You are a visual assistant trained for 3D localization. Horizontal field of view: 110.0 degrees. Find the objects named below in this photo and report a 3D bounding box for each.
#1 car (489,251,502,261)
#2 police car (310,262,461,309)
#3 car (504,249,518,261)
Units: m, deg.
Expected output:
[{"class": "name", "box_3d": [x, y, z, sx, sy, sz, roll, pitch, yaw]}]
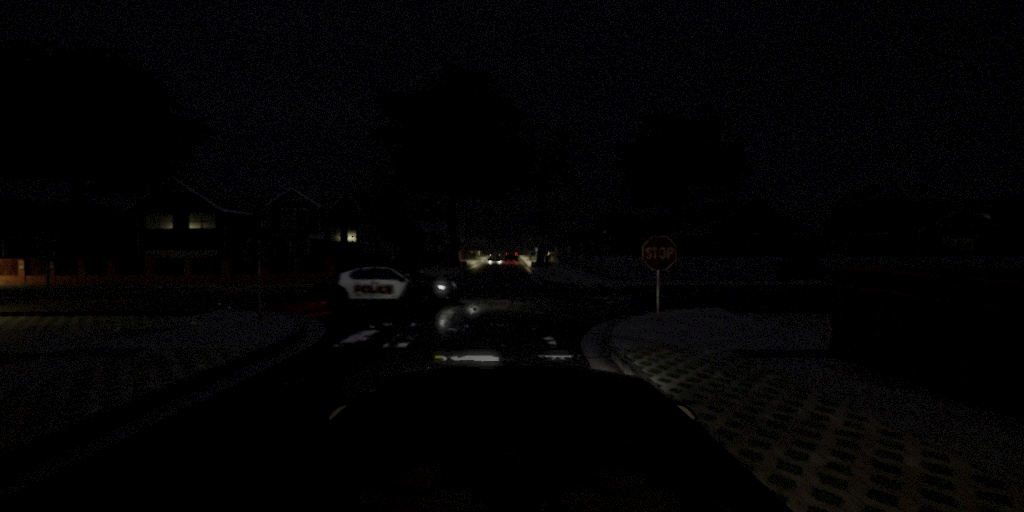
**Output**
[{"class": "car", "box_3d": [-2.885, -0.134, 62.450, 2.097, 1.767, 4.553, 0, 1, 0]}, {"class": "police car", "box_3d": [-4.442, 1.038, 13.072, 4.974, 1.542, 2.038, 0, 1, 0]}, {"class": "car", "box_3d": [-0.126, -0.180, 58.284, 2.150, 2.045, 5.566, 0, 1, 0]}]
